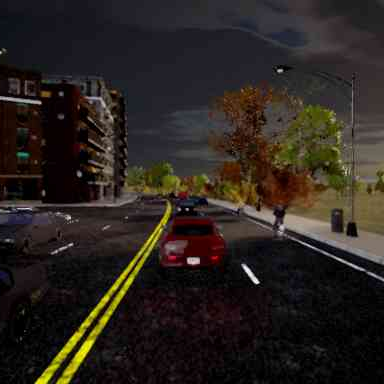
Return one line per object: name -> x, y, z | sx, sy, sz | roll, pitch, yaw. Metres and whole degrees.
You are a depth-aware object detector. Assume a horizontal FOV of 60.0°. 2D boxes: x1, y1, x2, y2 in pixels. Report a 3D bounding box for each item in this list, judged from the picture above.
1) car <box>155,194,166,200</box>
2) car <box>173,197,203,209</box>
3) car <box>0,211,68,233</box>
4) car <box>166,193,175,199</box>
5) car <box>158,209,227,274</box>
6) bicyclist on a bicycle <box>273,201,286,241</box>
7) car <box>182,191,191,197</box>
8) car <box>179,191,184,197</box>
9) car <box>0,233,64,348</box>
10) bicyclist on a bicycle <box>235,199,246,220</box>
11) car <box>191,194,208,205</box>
car -> -7.634, 1.115, 77.994 | 1.812, 1.442, 4.674 | 0, 0, -6
car -> -0.488, 1.406, 28.561 | 2.033, 1.411, 5.357 | 0, 0, -2
car -> -6.725, 1.481, 13.346 | 2.033, 1.411, 5.357 | 0, 0, -1
car -> -5.396, 1.036, 86.658 | 1.837, 1.490, 4.892 | 0, 0, -7
car -> 0.005, 1.476, 10.289 | 1.812, 1.442, 4.674 | 0, 0, -1
bicyclist on a bicycle -> 3.965, 1.298, 15.285 | 0.659, 1.776, 1.843 | 0, 1, -1
car -> -0.464, 1.147, 72.162 | 2.128, 1.511, 4.902 | 0, 0, -6
car -> -2.274, 0.754, 87.891 | 2.150, 2.045, 5.566 | 0, 0, -7
car -> -3.366, 1.529, 3.498 | 2.033, 1.411, 5.357 | 0, 0, 0
bicyclist on a bicycle -> 3.710, 1.312, 25.283 | 0.866, 1.612, 1.509 | 0, 0, -2
car -> 1.326, 1.295, 52.945 | 1.994, 1.385, 4.181 | 0, 0, -4
